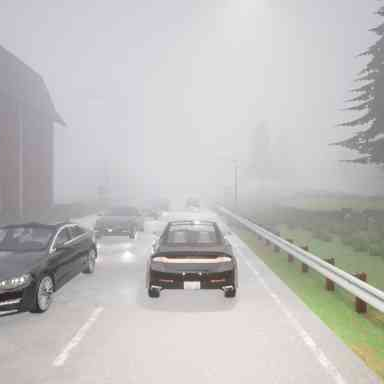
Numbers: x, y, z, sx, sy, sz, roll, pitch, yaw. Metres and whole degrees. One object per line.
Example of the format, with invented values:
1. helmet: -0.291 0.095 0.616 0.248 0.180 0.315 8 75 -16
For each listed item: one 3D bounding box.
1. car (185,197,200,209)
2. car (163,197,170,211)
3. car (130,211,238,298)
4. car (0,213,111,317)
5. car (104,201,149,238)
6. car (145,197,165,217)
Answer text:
1. car: 0.076 1.388 43.514 2.033 1.411 5.357 0 0 0
2. car: -3.553 1.337 37.845 1.882 1.535 5.008 0 0 0
3. car: 0.001 1.464 8.440 2.128 1.511 4.902 0 0 0
4. car: -3.600 1.464 7.621 2.128 1.511 4.902 0 0 0
5. car: -3.598 1.442 17.092 1.837 1.490 4.892 0 0 0
6. car: -3.594 1.424 27.357 1.812 1.442 4.674 0 0 0
